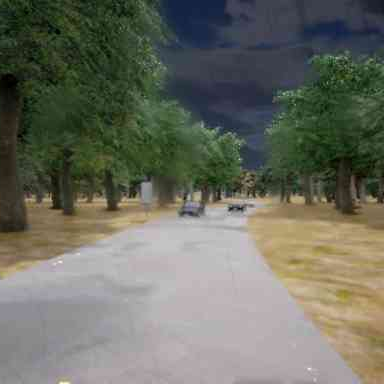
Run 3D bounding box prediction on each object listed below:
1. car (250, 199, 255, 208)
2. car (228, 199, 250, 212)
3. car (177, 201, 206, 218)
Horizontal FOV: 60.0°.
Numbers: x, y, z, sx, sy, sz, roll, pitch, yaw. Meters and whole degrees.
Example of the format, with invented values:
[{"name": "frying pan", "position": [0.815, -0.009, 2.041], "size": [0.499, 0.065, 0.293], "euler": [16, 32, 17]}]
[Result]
[{"name": "car", "position": [9.164, 1.840, 54.238], "size": [1.895, 1.301, 4.718], "euler": [1, 0, 15]}, {"name": "car", "position": [5.642, 1.723, 40.957], "size": [1.895, 1.301, 4.718], "euler": [1, 0, 15]}, {"name": "car", "position": [0.087, 1.580, 30.989], "size": [2.033, 1.411, 5.357], "euler": [1, 0, 11]}]
